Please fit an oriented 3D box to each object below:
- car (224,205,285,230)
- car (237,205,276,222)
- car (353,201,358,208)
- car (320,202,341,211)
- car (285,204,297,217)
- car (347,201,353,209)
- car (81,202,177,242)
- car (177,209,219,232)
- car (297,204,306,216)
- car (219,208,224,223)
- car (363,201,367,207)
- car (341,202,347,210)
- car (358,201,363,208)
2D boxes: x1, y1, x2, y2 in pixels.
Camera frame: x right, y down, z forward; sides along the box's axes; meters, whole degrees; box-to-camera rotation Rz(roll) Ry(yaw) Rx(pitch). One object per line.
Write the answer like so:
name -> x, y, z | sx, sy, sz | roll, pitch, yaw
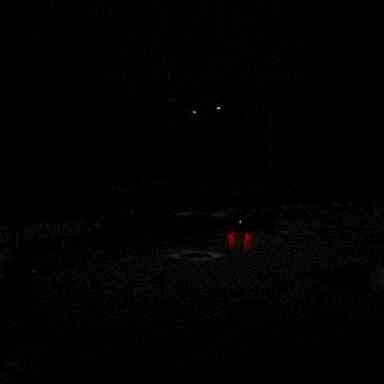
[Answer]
car -> 4.639, 1.804, 24.054 | 2.128, 1.511, 4.902 | 0, -1, 35
car -> 6.038, 1.954, 30.772 | 1.947, 1.339, 4.313 | -1, -1, 35
car -> 31.059, 2.575, 66.013 | 1.802, 1.307, 4.206 | -1, -1, 35
car -> 21.676, 2.318, 52.798 | 2.008, 1.369, 4.403 | -1, -1, 35
car -> 9.166, 2.030, 35.177 | 1.947, 1.339, 4.313 | -1, -1, 35
car -> 27.931, 2.484, 61.608 | 1.947, 1.339, 4.313 | -1, -1, 35
car -> -3.344, 1.473, 17.561 | 2.192, 1.841, 5.009 | -1, -1, 35
car -> -0.217, 1.817, 21.961 | 1.802, 1.307, 4.206 | -1, -1, 35
car -> 12.293, 2.091, 39.583 | 2.008, 1.369, 4.403 | -1, -1, 35
car -> 2.812, 1.834, 26.229 | 1.752, 1.417, 4.829 | -1, -1, 35
car -> 40.440, 2.787, 79.228 | 1.947, 1.339, 4.313 | -1, -1, 35
car -> 24.705, 2.366, 57.065 | 1.752, 1.417, 4.829 | -1, -1, 35
car -> 34.186, 2.634, 70.418 | 1.947, 1.339, 4.313 | -1, -1, 35
